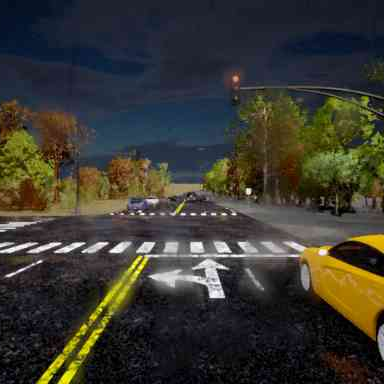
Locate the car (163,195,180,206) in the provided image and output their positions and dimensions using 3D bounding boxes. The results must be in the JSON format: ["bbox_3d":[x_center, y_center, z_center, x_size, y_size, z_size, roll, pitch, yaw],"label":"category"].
[{"bbox_3d":[-3.498,1.508,56.261,1.837,1.490,4.892,0,0,0],"label":"car"}]

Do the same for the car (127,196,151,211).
[{"bbox_3d":[-6.717,1.354,41.224,2.097,1.767,4.553,0,0,0],"label":"car"}]

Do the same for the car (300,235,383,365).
[{"bbox_3d":[3.346,1.444,5.478,1.882,1.535,5.008,0,0,0],"label":"car"}]

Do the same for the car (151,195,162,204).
[{"bbox_3d":[-6.751,1.529,56.614,1.812,1.442,4.674,0,0,0],"label":"car"}]

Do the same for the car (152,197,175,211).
[{"bbox_3d":[-3.470,1.602,41.797,1.895,1.301,4.718,0,0,0],"label":"car"}]

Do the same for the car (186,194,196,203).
[{"bbox_3d":[-0.173,1.606,70.796,1.895,1.301,4.718,0,0,0],"label":"car"}]

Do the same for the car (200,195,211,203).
[{"bbox_3d":[3.068,1.503,71.556,2.128,1.511,4.902,0,0,0],"label":"car"}]

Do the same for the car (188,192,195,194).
[{"bbox_3d":[-0.231,1.110,80.899,2.150,2.045,5.566,0,0,0],"label":"car"}]

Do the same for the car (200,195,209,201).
[{"bbox_3d":[3.016,1.457,81.711,2.033,1.411,5.357,0,0,0],"label":"car"}]
